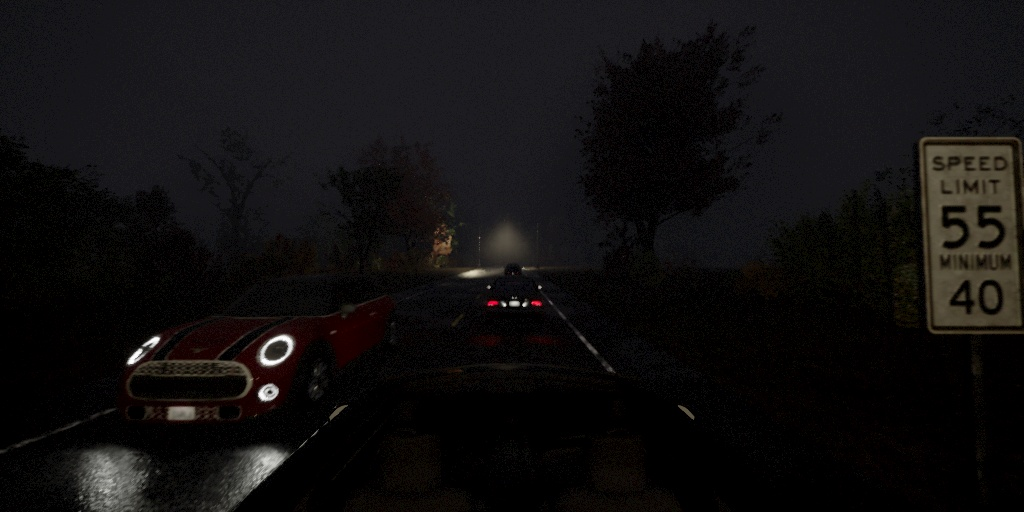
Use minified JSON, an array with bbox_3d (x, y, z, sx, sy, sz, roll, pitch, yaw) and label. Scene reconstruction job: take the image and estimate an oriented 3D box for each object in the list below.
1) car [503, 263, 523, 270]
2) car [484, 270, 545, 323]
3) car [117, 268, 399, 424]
[{"bbox_3d":[0.106,1.576,40.345,1.837,1.490,4.892,0,0,0],"label":"car"},{"bbox_3d":[0.079,1.373,12.371,2.033,1.411,5.357,0,0,0],"label":"car"},{"bbox_3d":[-3.585,1.132,6.147,2.097,1.767,4.553,0,0,0],"label":"car"}]
